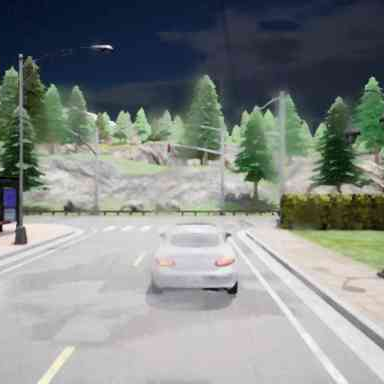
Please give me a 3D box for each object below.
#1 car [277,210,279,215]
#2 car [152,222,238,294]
[{"bbox_3d":[8.766,1.542,24.287,4.718,1.301,1.895,0,0,3],"label":"car"},{"bbox_3d":[0.082,1.499,8.576,1.812,1.442,4.674,0,0,1],"label":"car"}]
